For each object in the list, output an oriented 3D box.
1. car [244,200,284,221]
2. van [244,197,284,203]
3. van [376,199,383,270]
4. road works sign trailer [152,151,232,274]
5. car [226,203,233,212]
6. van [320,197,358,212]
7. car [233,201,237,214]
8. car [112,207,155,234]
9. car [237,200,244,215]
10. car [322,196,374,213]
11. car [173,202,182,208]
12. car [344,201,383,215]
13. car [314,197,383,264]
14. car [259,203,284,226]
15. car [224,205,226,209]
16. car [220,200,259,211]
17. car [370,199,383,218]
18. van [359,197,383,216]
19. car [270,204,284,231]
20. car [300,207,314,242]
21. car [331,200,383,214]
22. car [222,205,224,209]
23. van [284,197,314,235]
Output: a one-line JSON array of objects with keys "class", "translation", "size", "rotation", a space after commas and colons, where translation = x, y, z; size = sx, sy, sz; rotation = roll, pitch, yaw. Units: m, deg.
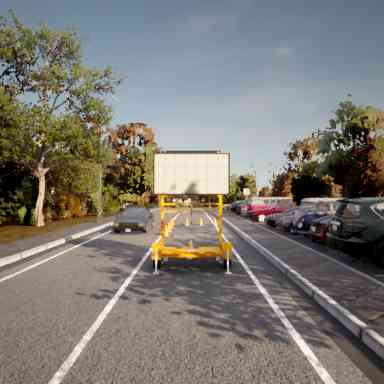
[{"class": "car", "translation": [7.099, 1.649, 26.899], "size": [5.008, 1.535, 2.097], "rotation": [0, -1, 0]}, {"class": "van", "translation": [7.215, 1.459, 29.678], "size": [4.442, 1.987, 1.878], "rotation": [0, -1, 0]}, {"class": "van", "translation": [6.942, 1.234, 7.487], "size": [4.442, 1.987, 1.878], "rotation": [0, 0, 0]}, {"class": "road works sign trailer", "translation": [-0.017, 0.492, 10.607], "size": [2.380, 3.560, 2.880], "rotation": [0, 0, -1]}, {"class": "car", "translation": [7.085, 1.541, 38.007], "size": [5.566, 2.045, 2.435], "rotation": [0, -1, 0]}, {"class": "van", "translation": [20.326, 1.695, 46.200], "size": [4.442, 1.987, 1.878], "rotation": [0, -1, 0]}, {"class": "car", "translation": [7.138, 1.786, 35.226], "size": [4.792, 1.488, 2.163], "rotation": [0, -1, 0]}, {"class": "car", "translation": [-3.338, 1.642, 20.053], "size": [2.033, 1.411, 5.357], "rotation": [0, -1, 0]}, {"class": "car", "translation": [7.106, 1.761, 32.451], "size": [4.674, 1.452, 2.002], "rotation": [0, -1, 0]}, {"class": "car", "translation": [20.231, 1.616, 43.309], "size": [5.566, 2.045, 2.435], "rotation": [0, -1, 0]}, {"class": "car", "translation": [-3.170, 2.866, 74.154], "size": [2.128, 1.511, 4.902], "rotation": [0, -3, 0]}, {"class": "car", "translation": [20.187, 1.789, 37.770], "size": [4.892, 1.521, 2.231], "rotation": [0, -1, 0]}, {"class": "car", "translation": [7.092, 1.200, 10.263], "size": [5.566, 2.045, 2.435], "rotation": [0, 0, 0]}, {"class": "car", "translation": [7.054, 1.608, 21.349], "size": [4.792, 1.488, 2.163], "rotation": [0, -1, 0]}, {"class": "car", "translation": [7.130, 1.874, 43.551], "size": [5.008, 1.535, 2.097], "rotation": [0, -1, 0]}, {"class": "car", "translation": [6.948, 1.981, 49.091], "size": [5.366, 1.575, 1.946], "rotation": [0, -1, 0]}, {"class": "car", "translation": [20.152, 1.591, 32.232], "size": [4.553, 1.767, 2.185], "rotation": [0, -1, 0]}, {"class": "van", "translation": [20.305, 1.527, 35.002], "size": [4.442, 1.987, 1.878], "rotation": [0, -1, 0]}, {"class": "car", "translation": [7.081, 1.583, 18.571], "size": [4.674, 1.452, 2.002], "rotation": [0, -1, 0]}, {"class": "car", "translation": [7.098, 1.501, 13.013], "size": [4.792, 1.488, 2.163], "rotation": [0, 0, 0]}, {"class": "car", "translation": [20.013, 1.823, 40.537], "size": [5.366, 1.575, 1.946], "rotation": [0, -1, 0]}, {"class": "car", "translation": [7.134, 1.926, 46.323], "size": [4.892, 1.521, 2.231], "rotation": [0, -1, 0]}, {"class": "van", "translation": [6.957, 1.281, 15.799], "size": [4.442, 1.987, 1.878], "rotation": [0, -1, 0]}]
